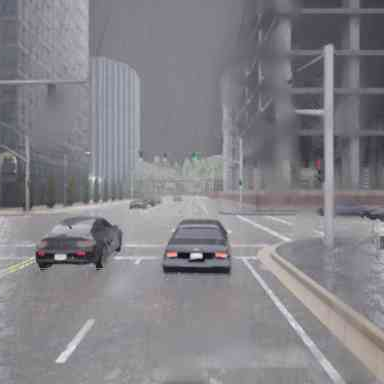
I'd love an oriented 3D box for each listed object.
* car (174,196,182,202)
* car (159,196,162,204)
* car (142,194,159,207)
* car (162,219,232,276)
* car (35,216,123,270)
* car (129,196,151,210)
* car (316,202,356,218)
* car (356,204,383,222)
[{"bbox_3d":[-3.527,1.614,81.460,2.033,1.411,5.357,0,0,0],"label":"car"},{"bbox_3d":[-7.030,1.409,63.561,2.097,1.767,4.553,0,0,0],"label":"car"},{"bbox_3d":[-7.094,1.270,53.739,2.150,2.045,5.566,0,0,0],"label":"car"},{"bbox_3d":[0.272,1.555,10.382,2.033,1.411,5.357,0,0,4],"label":"car"},{"bbox_3d":[-3.521,1.532,11.017,1.812,1.442,4.674,0,0,-2],"label":"car"},{"bbox_3d":[-7.111,1.604,44.420,1.994,1.385,4.181,0,0,0],"label":"car"},{"bbox_3d":[13.034,1.535,28.920,4.181,1.385,1.994,0,0,0],"label":"car"},{"bbox_3d":[15.896,1.515,25.431,5.357,1.411,2.033,0,0,0],"label":"car"}]
